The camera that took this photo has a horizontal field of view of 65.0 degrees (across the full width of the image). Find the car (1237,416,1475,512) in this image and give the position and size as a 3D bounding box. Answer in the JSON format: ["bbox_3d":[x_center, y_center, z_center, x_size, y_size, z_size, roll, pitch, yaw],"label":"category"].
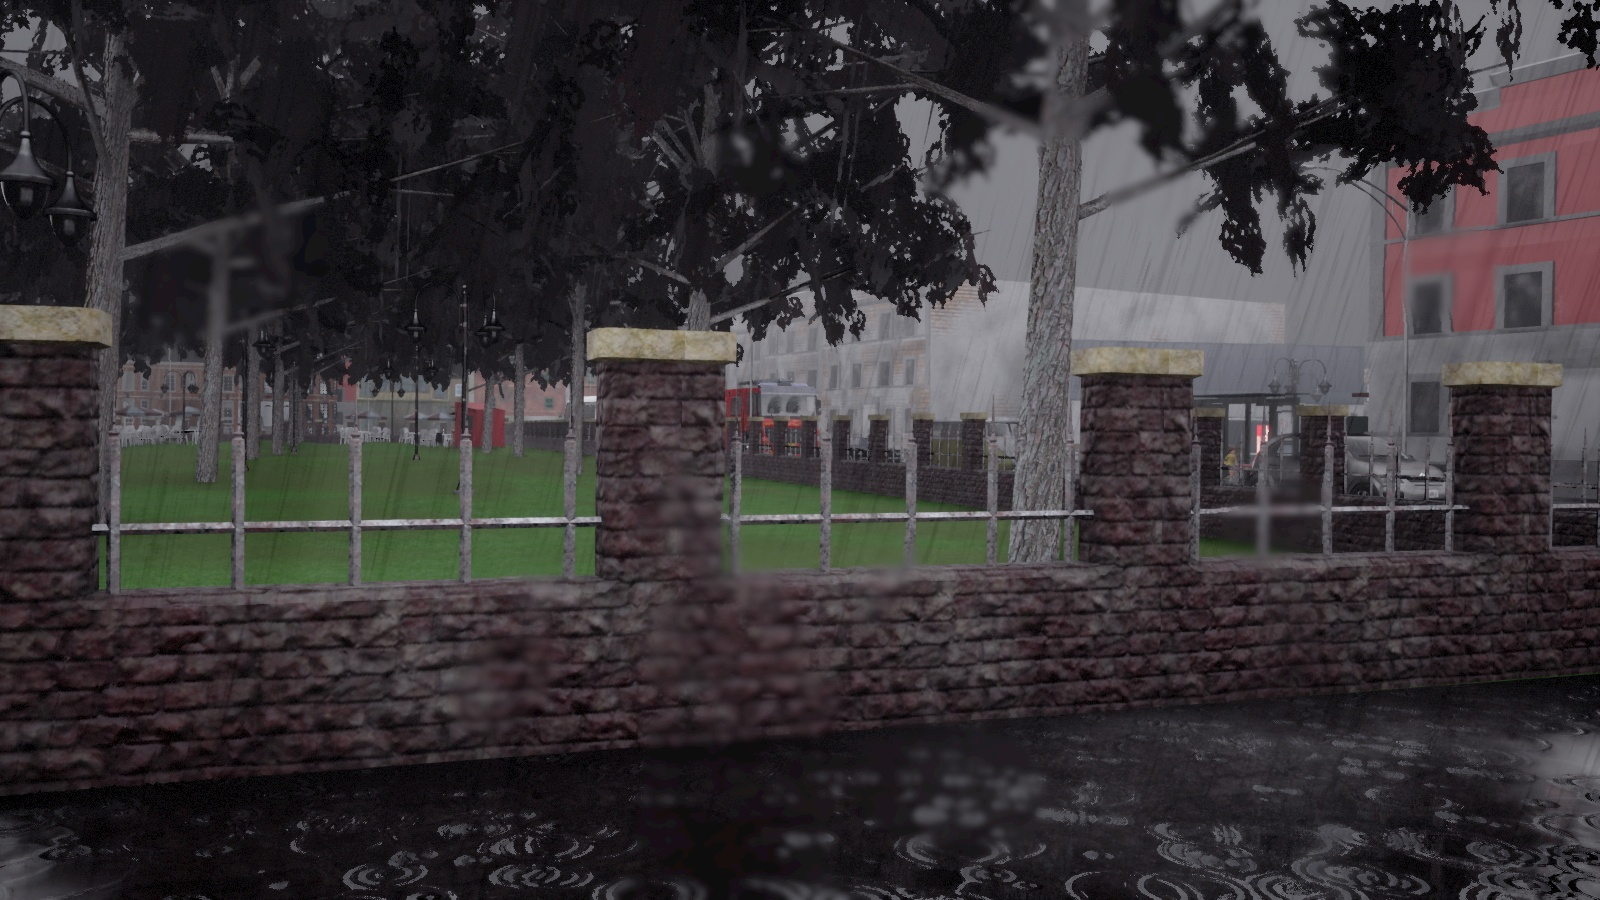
[{"bbox_3d":[10.278,0.202,23.553,1.851,1.617,3.988,-1,1,-19],"label":"car"}]

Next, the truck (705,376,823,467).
[{"bbox_3d":[-1.803,-1.282,57.441,2.891,3.827,8.468,-1,1,-20],"label":"truck"}]

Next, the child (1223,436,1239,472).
[{"bbox_3d":[13.128,0.122,38.246,0.255,1.110,0.394,-1,1,-27],"label":"child"}]

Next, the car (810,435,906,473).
[{"bbox_3d":[2.087,0.118,46.563,1.895,1.301,4.718,-1,1,-20],"label":"car"}]

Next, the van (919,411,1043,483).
[{"bbox_3d":[5.323,-0.116,37.445,1.775,1.987,4.442,-1,1,-20],"label":"van"}]
